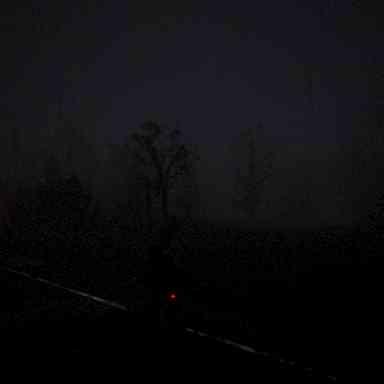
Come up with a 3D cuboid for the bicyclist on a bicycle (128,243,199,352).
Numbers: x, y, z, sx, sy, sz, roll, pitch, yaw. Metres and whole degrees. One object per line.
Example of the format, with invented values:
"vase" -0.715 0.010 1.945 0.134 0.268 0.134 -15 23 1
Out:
"bicyclist on a bicycle" -0.523 1.705 5.545 1.656 1.620 0.582 -2 -4 40
